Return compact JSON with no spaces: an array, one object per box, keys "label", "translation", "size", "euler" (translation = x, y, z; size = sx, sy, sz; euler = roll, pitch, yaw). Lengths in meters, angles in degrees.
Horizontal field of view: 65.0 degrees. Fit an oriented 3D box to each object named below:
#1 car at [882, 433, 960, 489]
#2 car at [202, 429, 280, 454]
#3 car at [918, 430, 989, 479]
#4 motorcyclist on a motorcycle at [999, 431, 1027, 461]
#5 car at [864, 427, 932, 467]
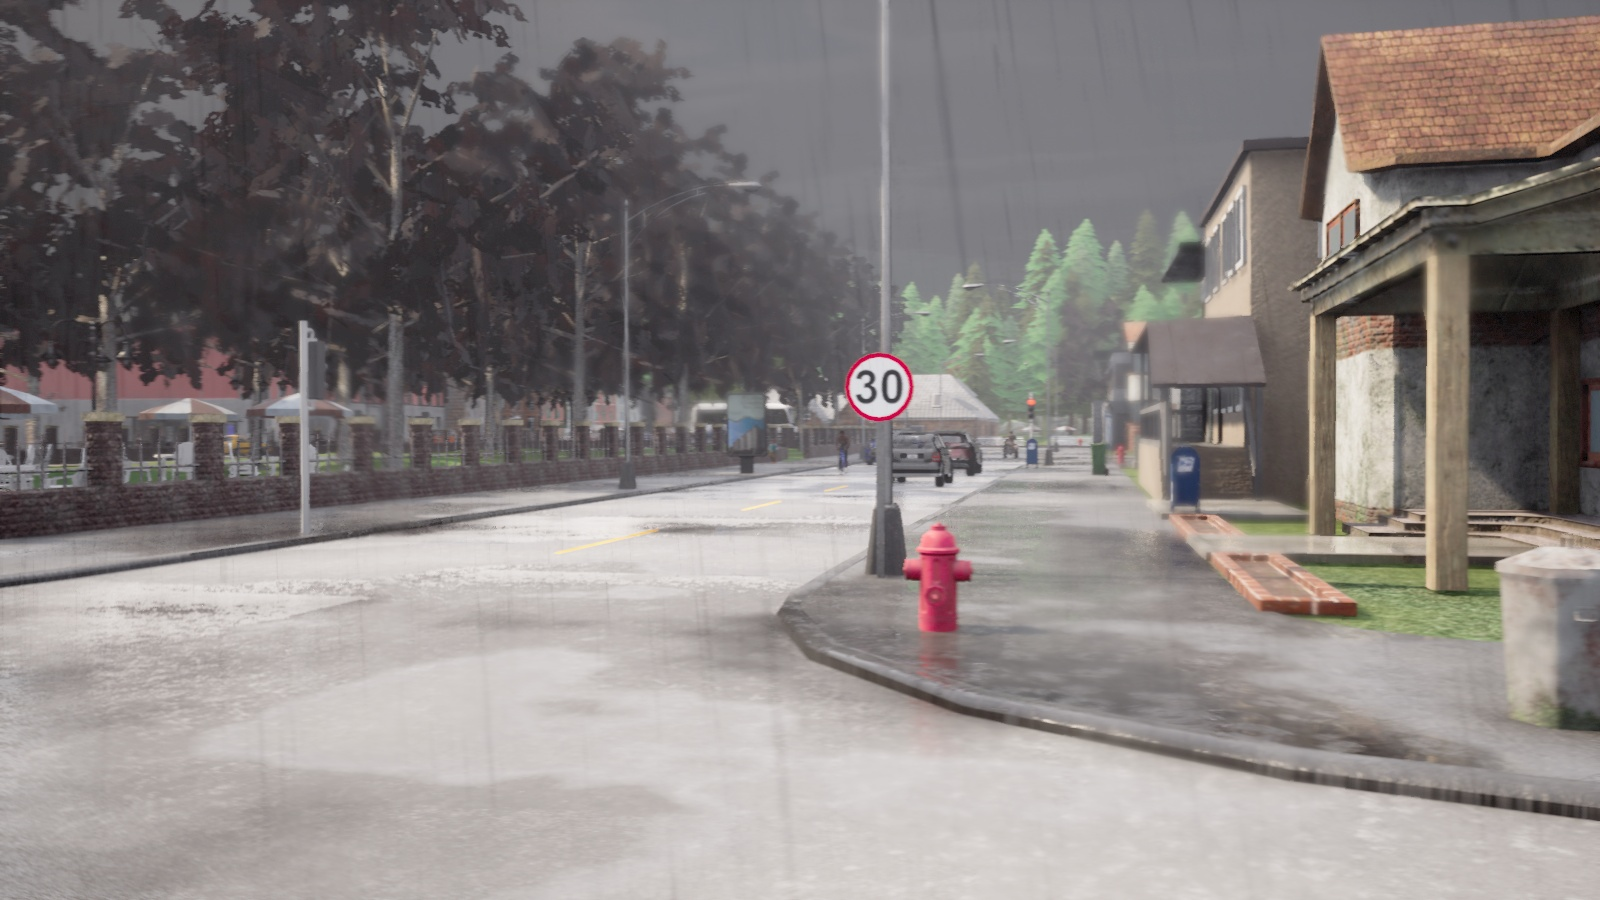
[{"label":"car","translation":[3.569,0.279,36.624],"size":[1.789,1.549,3.705],"euler":[0,1,13]},{"label":"car","translation":[-36.508,-0.599,82.161],"size":[1.801,1.575,5.366],"euler":[0,1,13]},{"label":"car","translation":[5.605,0.108,45.449],"size":[2.033,1.649,4.856],"euler":[0,1,13]},{"label":"motorcyclist on a motorcycle","translation":[12.201,-0.238,72.076],"size":[0.766,1.649,2.350],"euler":[2,0,-10]},{"label":"car","translation":[4.628,-0.165,58.806],"size":[2.097,1.767,4.553],"euler":[1,1,19]}]
